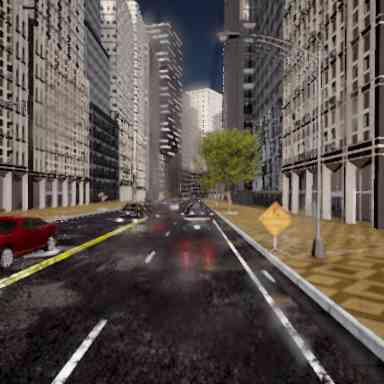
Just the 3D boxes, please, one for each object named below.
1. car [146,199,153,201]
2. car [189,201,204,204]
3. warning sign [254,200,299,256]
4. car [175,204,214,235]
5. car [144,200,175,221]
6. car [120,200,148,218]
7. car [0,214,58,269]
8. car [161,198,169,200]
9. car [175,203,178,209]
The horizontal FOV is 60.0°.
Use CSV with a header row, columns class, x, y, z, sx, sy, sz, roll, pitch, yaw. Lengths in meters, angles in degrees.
class,x,y,z,sx,sy,sz,roll,pitch,yaw
car,-8.976,2.199,69.551,1.837,1.490,4.892,0,-1,1
car,0.641,2.018,49.132,2.128,1.511,4.902,0,-1,1
warning sign,2.982,1.258,11.921,1.300,1.860,1.060,1,0,1
car,0.310,1.710,20.374,2.128,1.511,4.902,0,-1,1
car,-2.868,1.819,30.710,1.837,1.490,4.892,0,-1,1
car,-6.133,1.851,34.360,1.837,1.490,4.892,0,-1,1
car,-6.486,1.571,11.683,1.882,1.535,5.008,0,-1,1
car,-5.724,2.070,69.545,2.097,1.767,4.553,0,-1,1
car,-2.715,2.064,44.632,1.895,1.301,4.718,0,-1,1
